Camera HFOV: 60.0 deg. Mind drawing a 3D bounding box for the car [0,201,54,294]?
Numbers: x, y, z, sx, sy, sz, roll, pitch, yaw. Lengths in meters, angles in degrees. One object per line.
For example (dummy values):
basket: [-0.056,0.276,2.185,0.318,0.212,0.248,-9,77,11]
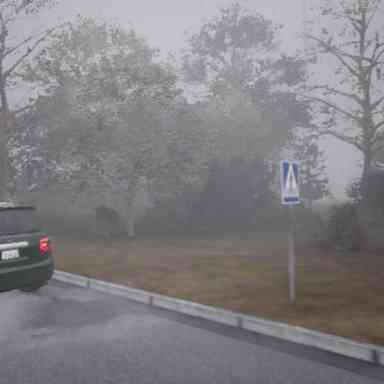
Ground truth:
car: [-5.445,1.232,7.644,5.566,2.045,2.150,0,0,37]
